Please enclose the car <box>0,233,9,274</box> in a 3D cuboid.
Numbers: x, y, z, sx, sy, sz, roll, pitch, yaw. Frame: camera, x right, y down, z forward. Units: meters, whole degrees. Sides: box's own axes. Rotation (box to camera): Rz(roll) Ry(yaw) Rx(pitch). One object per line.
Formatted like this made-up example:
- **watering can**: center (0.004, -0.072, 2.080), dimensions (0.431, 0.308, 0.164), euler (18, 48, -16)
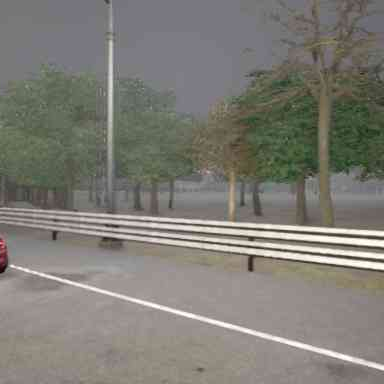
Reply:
- **car**: center (-7.126, 1.354, 9.339), dimensions (4.553, 1.767, 2.097), euler (0, 0, 37)
